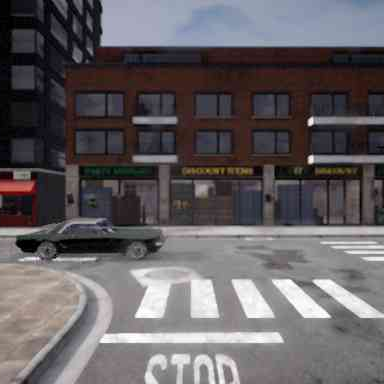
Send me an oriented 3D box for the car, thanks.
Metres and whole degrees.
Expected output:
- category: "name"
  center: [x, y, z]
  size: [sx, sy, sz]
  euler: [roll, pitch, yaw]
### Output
- category: "car"
  center: [-3.276, 1.580, 11.504]
  size: [4.718, 1.301, 1.895]
  euler: [0, 0, 0]
